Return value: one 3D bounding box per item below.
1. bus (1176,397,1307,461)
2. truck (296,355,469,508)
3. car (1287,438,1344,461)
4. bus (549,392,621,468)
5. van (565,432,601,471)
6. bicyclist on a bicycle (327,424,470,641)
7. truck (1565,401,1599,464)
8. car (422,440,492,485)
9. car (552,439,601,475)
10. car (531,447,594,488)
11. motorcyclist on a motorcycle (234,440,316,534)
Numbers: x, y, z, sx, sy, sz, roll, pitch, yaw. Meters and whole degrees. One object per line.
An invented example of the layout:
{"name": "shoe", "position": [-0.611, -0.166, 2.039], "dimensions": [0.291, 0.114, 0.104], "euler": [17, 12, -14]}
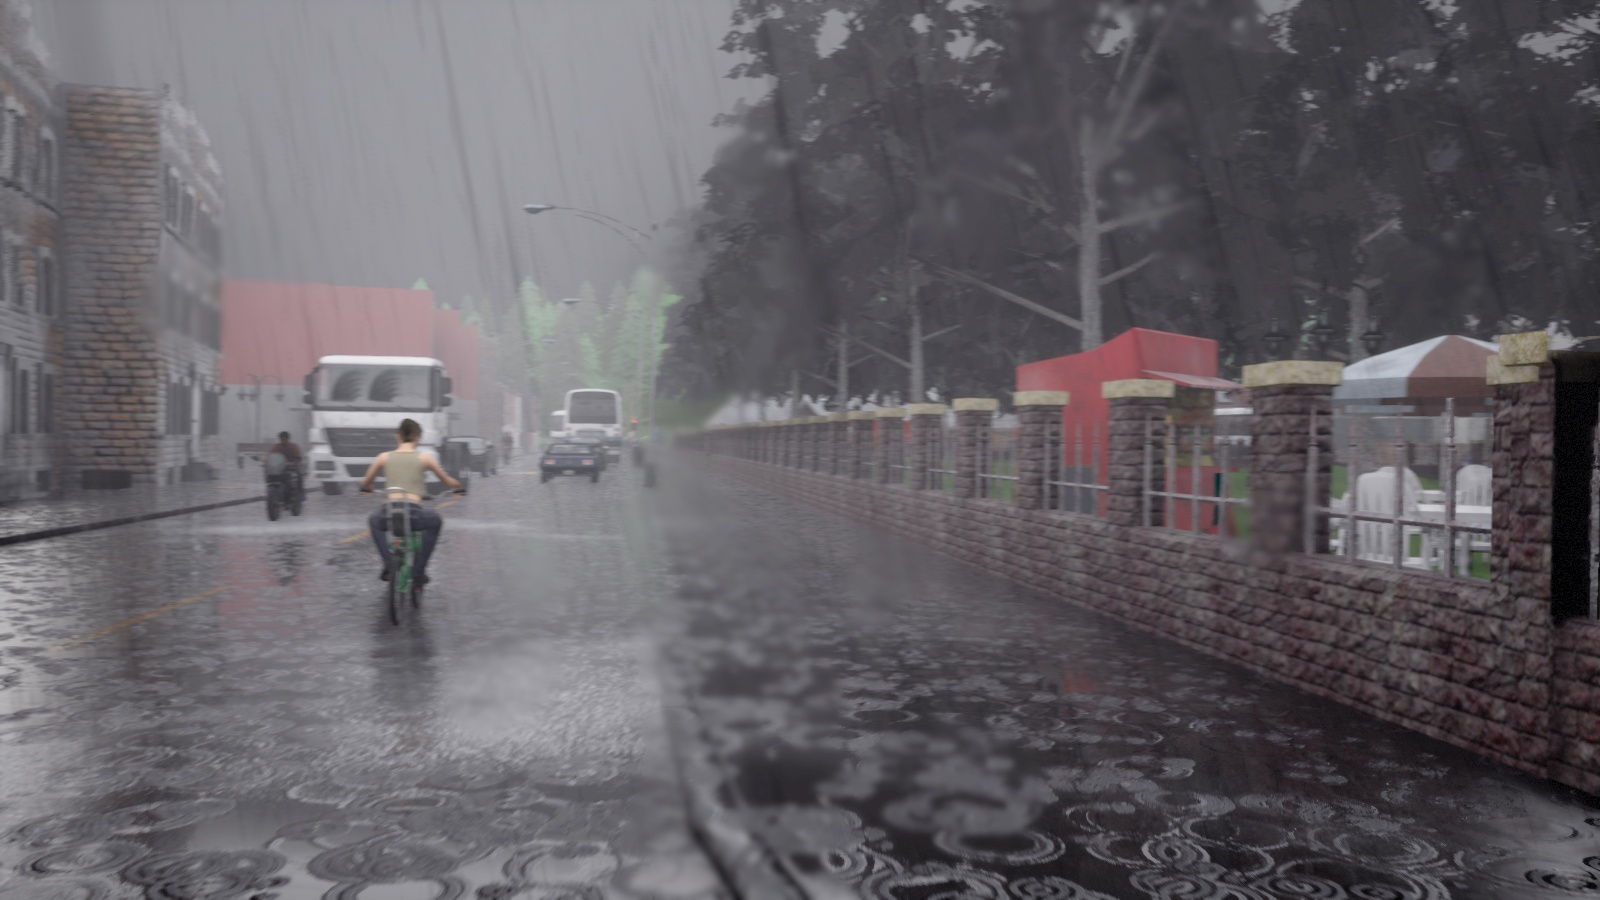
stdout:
{"name": "bus", "position": [30.869, -1.438, 88.458], "dimensions": [3.944, 4.253, 10.273], "euler": [0, 0, -12]}
{"name": "truck", "position": [-10.567, -0.450, 32.641], "dimensions": [2.891, 3.462, 7.936], "euler": [0, 0, -8]}
{"name": "car", "position": [35.395, -0.051, 86.322], "dimensions": [1.816, 1.474, 4.193], "euler": [0, 1, -6]}
{"name": "bus", "position": [-12.873, -1.162, 76.136], "dimensions": [3.944, 4.253, 10.273], "euler": [0, 0, -8]}
{"name": "van", "position": [-11.470, 0.034, 66.502], "dimensions": [1.775, 1.987, 4.442], "euler": [0, 0, -8]}
{"name": "bicyclist on a bicycle", "position": [-3.197, 0.607, 10.143], "dimensions": [0.866, 1.612, 1.509], "euler": [0, 0, -8]}
{"name": "truck", "position": [47.245, -0.973, 69.925], "dimensions": [7.936, 3.462, 2.891], "euler": [0, 0, -8]}
{"name": "car", "position": [-12.565, 0.415, 46.281], "dimensions": [1.882, 1.535, 5.008], "euler": [0, 0, -8]}
{"name": "car", "position": [-10.016, 0.297, 56.522], "dimensions": [2.007, 1.525, 4.514], "euler": [0, 0, -8]}
{"name": "car", "position": [-7.942, 0.549, 42.329], "dimensions": [1.895, 1.301, 4.718], "euler": [0, 0, -8]}
{"name": "motorcyclist on a motorcycle", "position": [-8.909, 0.592, 21.397], "dimensions": [0.797, 1.523, 2.044], "euler": [0, 0, -8]}
